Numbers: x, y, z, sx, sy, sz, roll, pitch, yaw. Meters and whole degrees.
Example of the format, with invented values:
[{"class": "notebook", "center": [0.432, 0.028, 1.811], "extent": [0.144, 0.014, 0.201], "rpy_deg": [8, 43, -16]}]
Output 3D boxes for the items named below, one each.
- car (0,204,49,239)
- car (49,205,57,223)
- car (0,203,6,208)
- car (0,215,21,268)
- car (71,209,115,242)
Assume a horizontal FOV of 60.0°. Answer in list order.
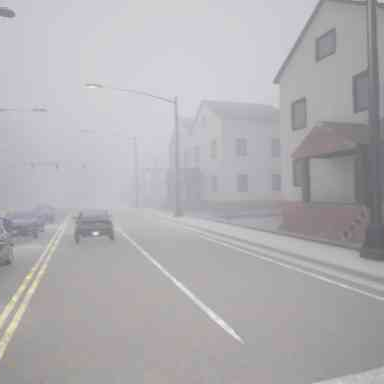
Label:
[{"class": "car", "center": [-9.530, 1.733, 18.861], "extent": [1.882, 1.535, 5.008], "rpy_deg": [-1, 0, -18]}, {"class": "car", "center": [-12.691, 1.822, 28.425], "extent": [1.882, 1.535, 5.008], "rpy_deg": [-1, 0, -18]}, {"class": "car", "center": [-31.782, 2.051, 51.025], "extent": [5.566, 2.045, 2.150], "rpy_deg": [-1, 0, -17]}, {"class": "car", "center": [-6.394, 1.671, 9.408], "extent": [1.837, 1.490, 4.892], "rpy_deg": [-1, 0, -18]}, {"class": "car", "center": [-5.169, 1.654, 17.466], "extent": [1.837, 1.490, 4.892], "rpy_deg": [-1, 0, -18]}]
